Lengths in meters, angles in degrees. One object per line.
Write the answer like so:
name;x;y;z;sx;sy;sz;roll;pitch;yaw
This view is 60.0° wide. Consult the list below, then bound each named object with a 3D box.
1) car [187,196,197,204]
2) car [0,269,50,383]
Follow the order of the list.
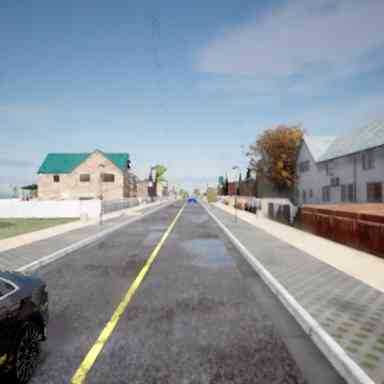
car;-0.003;1.763;71.378;1.882;1.535;5.008;0;0;0
car;-2.829;1.496;2.541;2.128;1.511;4.902;0;0;0
